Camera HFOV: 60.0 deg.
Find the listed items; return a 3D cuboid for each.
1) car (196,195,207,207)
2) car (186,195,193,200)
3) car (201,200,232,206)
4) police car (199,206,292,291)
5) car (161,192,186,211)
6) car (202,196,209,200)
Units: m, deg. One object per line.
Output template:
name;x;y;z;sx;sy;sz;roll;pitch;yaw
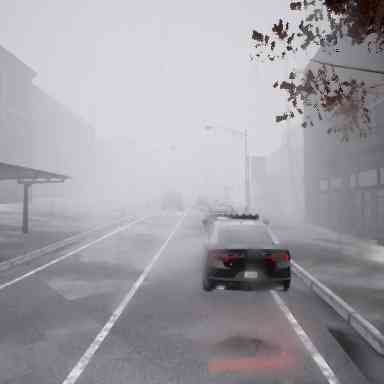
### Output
car;1.569;1.392;45.902;1.895;1.301;4.718;0;0;2
car;-0.794;1.313;79.854;1.895;1.301;4.718;0;0;2
car;1.604;1.437;19.001;1.837;1.490;4.892;0;0;2
police car;1.245;1.412;9.108;1.930;1.638;5.238;0;0;2
car;-2.183;1.049;37.713;2.150;2.045;5.566;0;0;2
car;1.826;1.348;25.193;1.801;1.575;5.366;0;0;2
